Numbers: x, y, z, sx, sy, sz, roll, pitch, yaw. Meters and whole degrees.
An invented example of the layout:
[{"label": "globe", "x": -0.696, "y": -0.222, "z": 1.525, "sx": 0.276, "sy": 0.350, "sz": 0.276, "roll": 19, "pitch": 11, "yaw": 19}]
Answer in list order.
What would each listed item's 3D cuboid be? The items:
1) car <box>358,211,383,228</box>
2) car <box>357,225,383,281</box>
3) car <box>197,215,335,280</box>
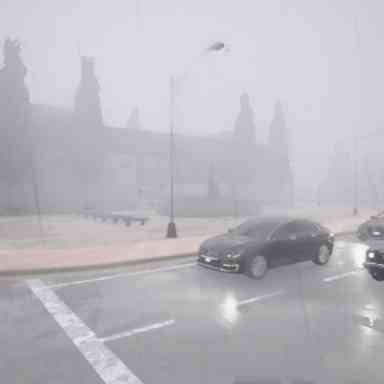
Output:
[{"label": "car", "x": 9.436, "y": 1.571, "z": 15.406, "sx": 4.181, "sy": 1.385, "sz": 1.994, "roll": 0, "pitch": 0, "yaw": -38}, {"label": "car", "x": 6.475, "y": 1.604, "z": 8.705, "sx": 4.718, "sy": 1.301, "sz": 1.895, "roll": 0, "pitch": 0, "yaw": -36}, {"label": "car", "x": 2.381, "y": 1.512, "z": 10.080, "sx": 4.892, "sy": 1.490, "sz": 1.837, "roll": 0, "pitch": 0, "yaw": -36}]
